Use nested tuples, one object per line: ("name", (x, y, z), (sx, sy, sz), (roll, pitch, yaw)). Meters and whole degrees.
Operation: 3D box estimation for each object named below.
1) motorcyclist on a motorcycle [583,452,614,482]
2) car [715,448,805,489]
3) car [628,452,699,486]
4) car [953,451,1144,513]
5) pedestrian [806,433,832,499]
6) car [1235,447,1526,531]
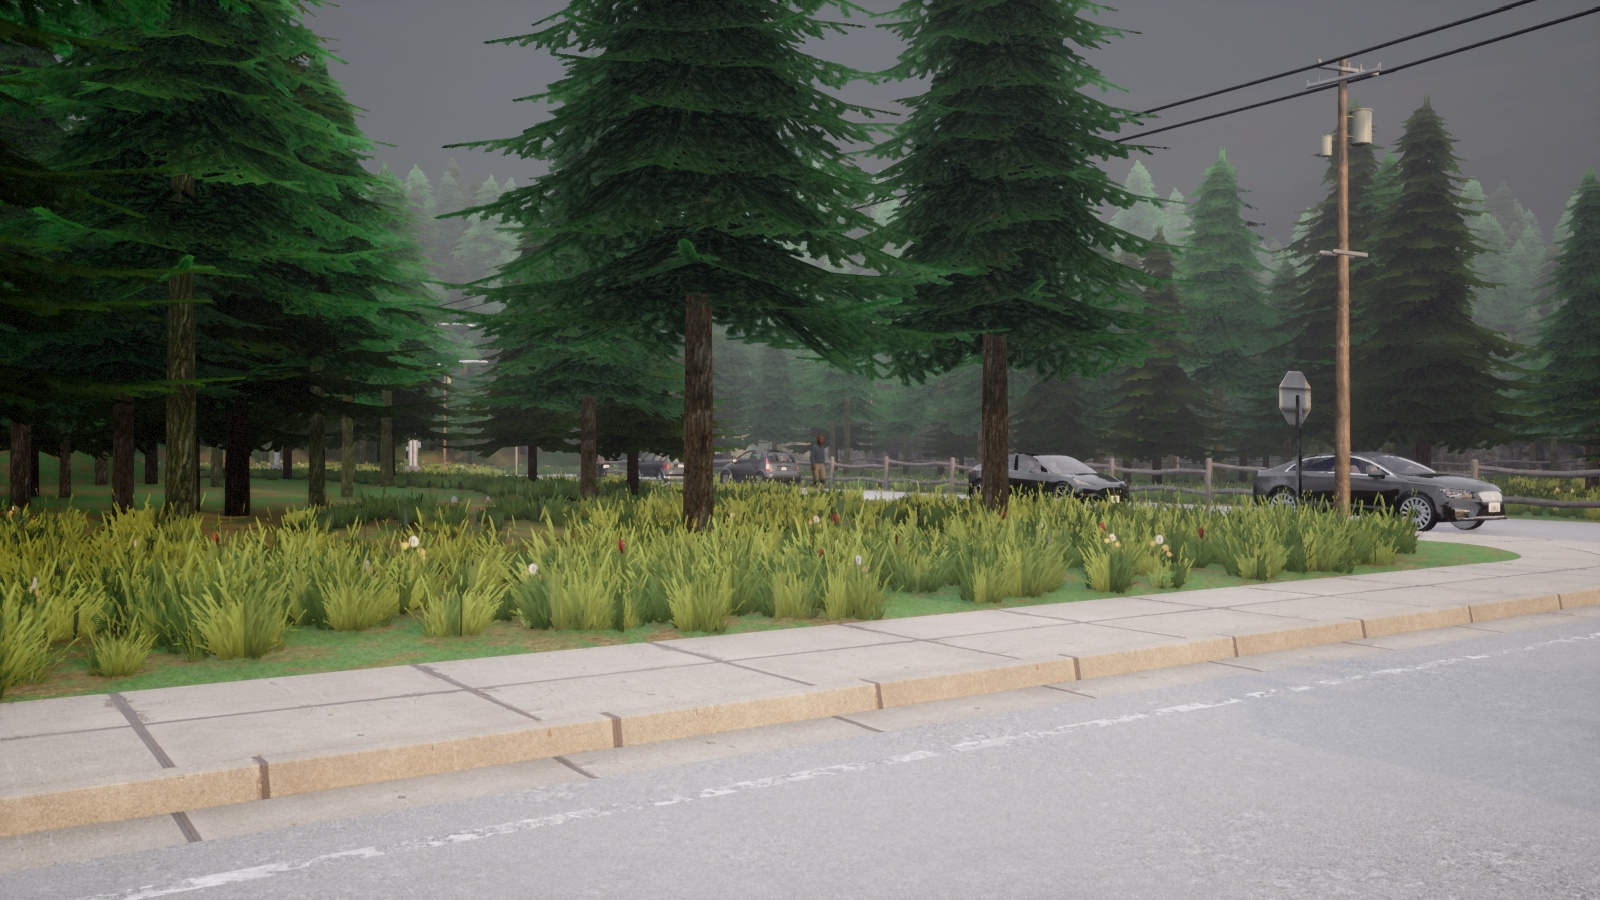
("motorcyclist on a motorcycle", (-10.341, 0.880, 64.410), (0.797, 1.523, 2.044), (0, 0, -35))
("car", (-1.681, 0.746, 51.447), (1.851, 1.617, 3.988), (0, 0, -34))
("car", (-6.387, 0.853, 58.522), (1.789, 1.549, 3.705), (0, 0, -34))
("car", (6.418, 0.777, 32.963), (2.163, 1.488, 4.792), (0, 0, -33))
("pedestrian", (0.536, 0.454, 35.203), (0.370, 1.835, 0.726), (0, 0, -36))
("car", (11.409, 0.703, 25.054), (2.128, 1.511, 4.902), (0, 0, -32))
